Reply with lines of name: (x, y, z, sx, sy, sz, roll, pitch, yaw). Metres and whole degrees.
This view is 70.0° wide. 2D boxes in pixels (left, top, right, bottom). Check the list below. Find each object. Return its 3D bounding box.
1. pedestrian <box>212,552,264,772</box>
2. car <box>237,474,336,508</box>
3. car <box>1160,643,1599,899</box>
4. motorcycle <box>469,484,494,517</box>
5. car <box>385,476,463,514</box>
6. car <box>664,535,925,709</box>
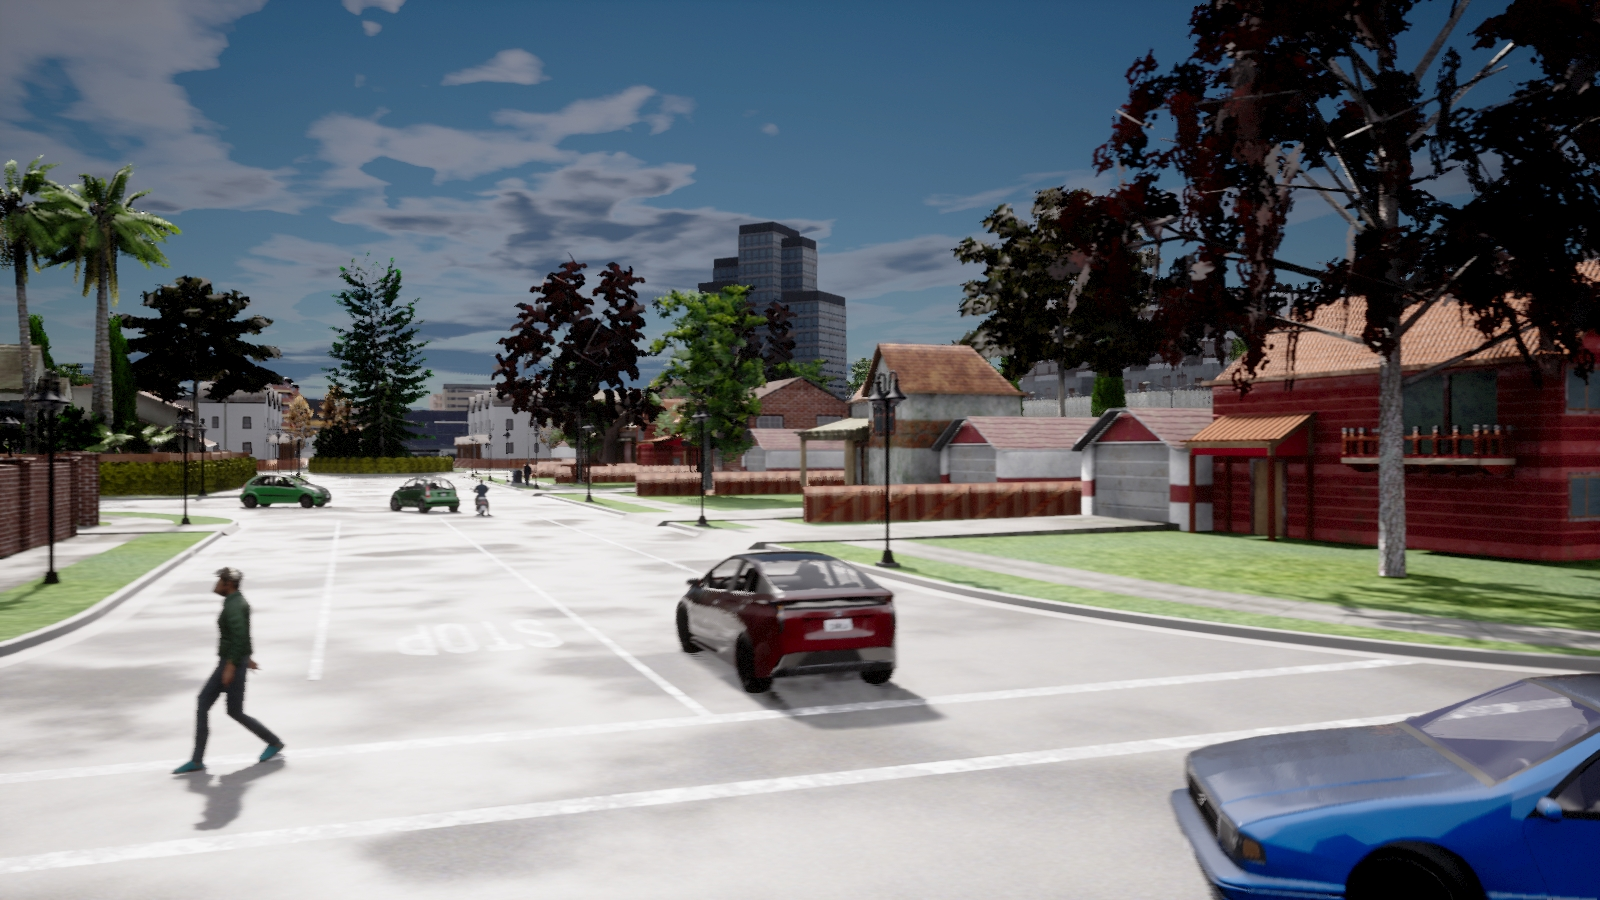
pedestrian: (-4.999, 1.858, 10.164, 0.375, 1.860, 0.375, 0, 0, -31)
car: (-24.988, 1.987, 55.643, 3.988, 1.617, 1.851, 0, 0, 0)
car: (5.067, 2.088, 6.758, 5.357, 1.411, 2.033, 0, 0, 9)
motorcycle: (-13.810, 2.163, 49.479, 0.856, 1.341, 1.805, 0, 0, -22)
car: (-17.438, 2.040, 52.972, 1.851, 1.617, 3.988, 0, 0, -45)
car: (-0.277, 2.051, 14.858, 2.007, 1.525, 4.514, 0, 0, -19)
